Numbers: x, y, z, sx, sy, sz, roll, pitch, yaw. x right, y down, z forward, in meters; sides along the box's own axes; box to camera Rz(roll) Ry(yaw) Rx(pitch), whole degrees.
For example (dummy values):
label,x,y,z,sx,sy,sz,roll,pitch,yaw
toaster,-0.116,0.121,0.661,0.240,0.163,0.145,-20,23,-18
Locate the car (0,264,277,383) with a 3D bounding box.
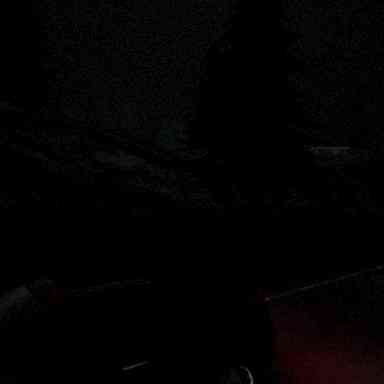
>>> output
label,x,y,z,sx,sy,sz,roll,pitch,yaw
car,-1.164,1.526,3.136,4.674,1.442,1.812,0,0,-36
